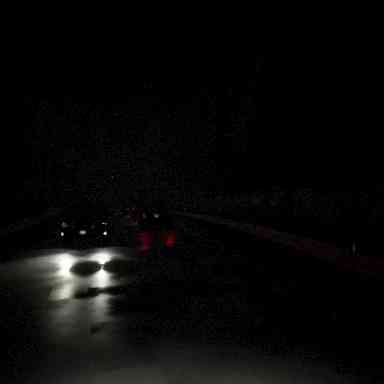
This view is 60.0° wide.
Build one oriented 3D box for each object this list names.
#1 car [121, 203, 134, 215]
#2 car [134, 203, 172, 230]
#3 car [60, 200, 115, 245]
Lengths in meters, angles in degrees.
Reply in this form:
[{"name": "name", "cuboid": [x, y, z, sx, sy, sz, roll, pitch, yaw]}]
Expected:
[{"name": "car", "cuboid": [-7.510, 2.022, 40.656, 2.033, 1.411, 5.357, 0, -1, -18]}, {"name": "car", "cuboid": [-2.748, 1.624, 23.671, 2.097, 1.767, 4.553, 0, -1, -12]}, {"name": "car", "cuboid": [-5.188, 1.429, 17.188, 2.150, 2.045, 5.566, 0, -1, -10]}]
